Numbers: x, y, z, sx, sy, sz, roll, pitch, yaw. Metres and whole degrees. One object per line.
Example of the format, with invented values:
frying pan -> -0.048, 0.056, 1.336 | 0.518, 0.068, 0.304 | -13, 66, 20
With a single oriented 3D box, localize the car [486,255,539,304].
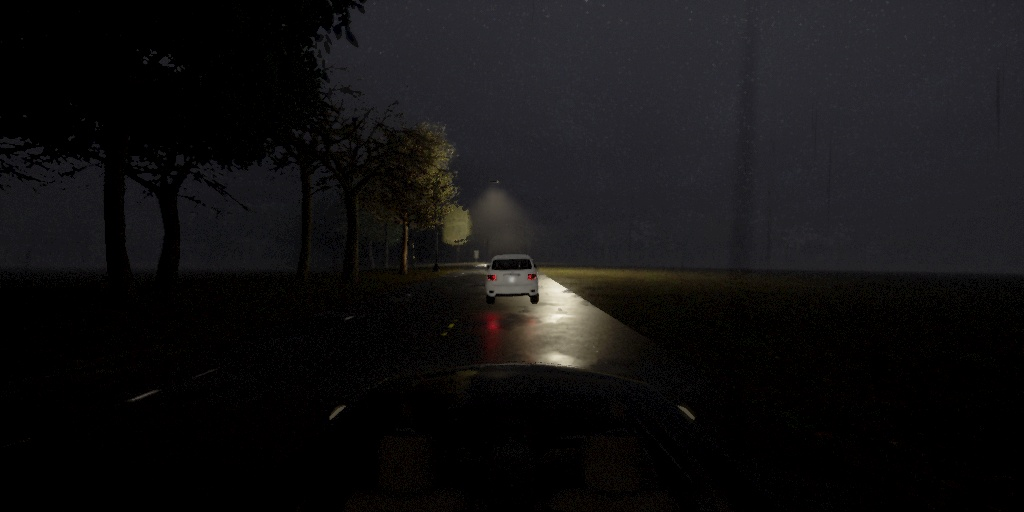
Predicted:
car -> 0.009, 0.963, 16.485 | 2.150, 2.045, 5.566 | -1, 0, 0
